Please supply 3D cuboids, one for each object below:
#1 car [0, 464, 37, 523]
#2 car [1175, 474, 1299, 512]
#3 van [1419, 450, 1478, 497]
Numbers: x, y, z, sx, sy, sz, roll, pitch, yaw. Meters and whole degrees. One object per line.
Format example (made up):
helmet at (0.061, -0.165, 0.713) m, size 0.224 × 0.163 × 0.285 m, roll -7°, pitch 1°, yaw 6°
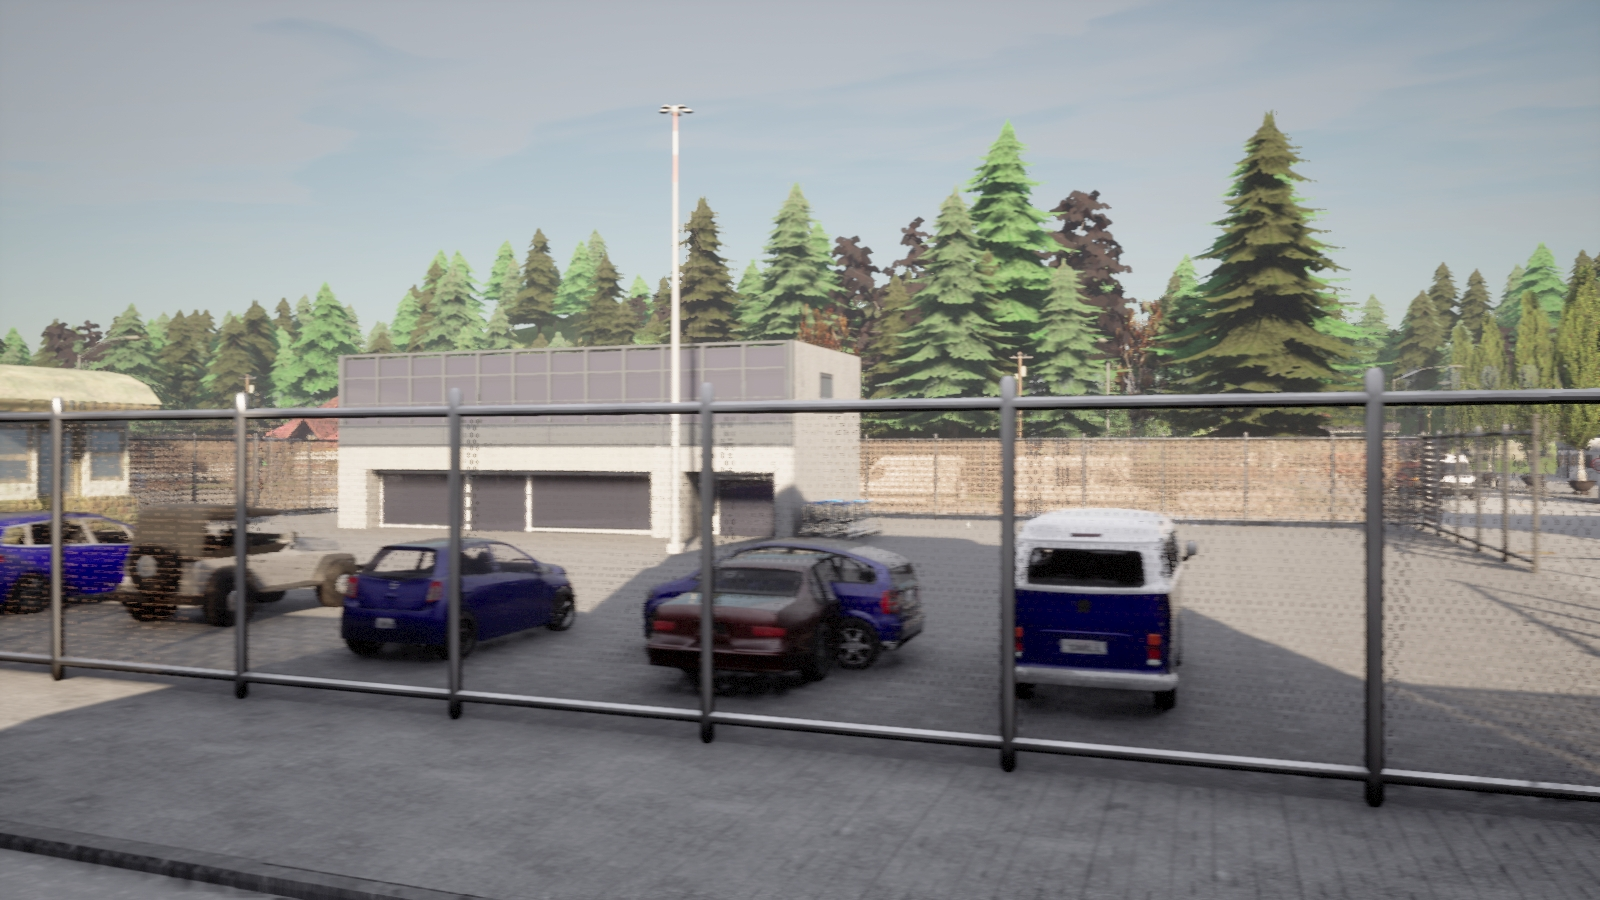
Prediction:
car at (-29.446, 1.547, 38.880) m, size 2.150 × 2.045 × 5.566 m, roll 0°, pitch 0°, yaw 20°
car at (18.839, 1.820, 49.378) m, size 4.892 × 1.480 × 2.231 m, roll 0°, pitch 0°, yaw 20°
van at (36.979, 1.287, 65.283) m, size 1.988 × 2.561 × 5.915 m, roll 0°, pitch 0°, yaw 20°
